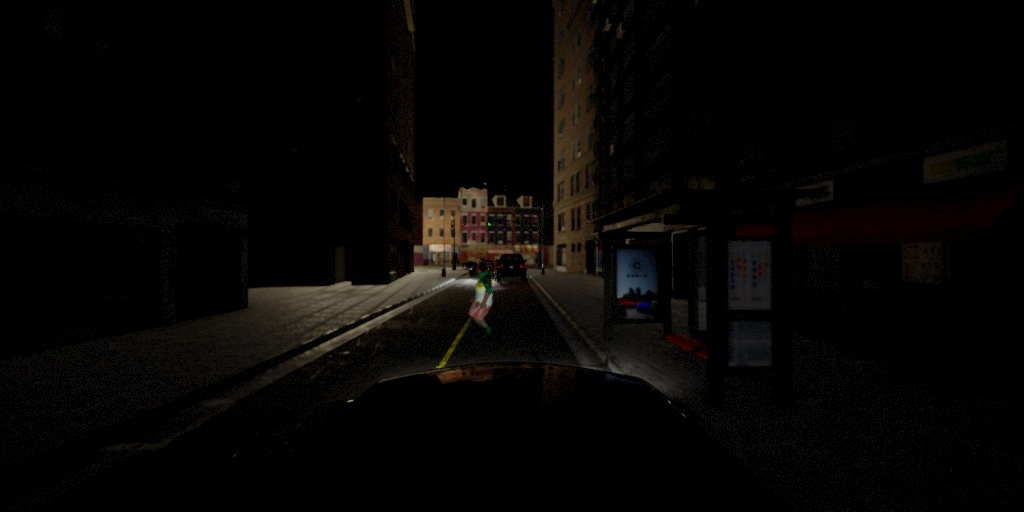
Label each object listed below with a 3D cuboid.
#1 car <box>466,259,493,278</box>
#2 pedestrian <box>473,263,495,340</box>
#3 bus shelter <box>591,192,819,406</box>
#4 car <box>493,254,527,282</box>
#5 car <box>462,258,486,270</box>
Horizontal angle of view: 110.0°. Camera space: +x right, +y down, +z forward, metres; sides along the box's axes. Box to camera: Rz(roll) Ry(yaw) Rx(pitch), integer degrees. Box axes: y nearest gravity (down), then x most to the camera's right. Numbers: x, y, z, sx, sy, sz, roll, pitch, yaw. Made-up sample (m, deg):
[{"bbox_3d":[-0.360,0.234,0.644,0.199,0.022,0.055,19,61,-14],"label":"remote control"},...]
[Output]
[{"bbox_3d":[-2.667,1.178,32.013,1.895,1.301,4.718,0,0,0],"label":"car"},{"bbox_3d":[-0.655,1.006,8.389,0.375,1.860,0.375,0,0,-10],"label":"pedestrian"},{"bbox_3d":[2.868,0.598,6.455,1.920,2.740,3.880,0,0,0],"label":"bus shelter"},{"bbox_3d":[-0.024,0.830,27.251,2.150,2.045,5.566,0,1,0],"label":"car"},{"bbox_3d":[-4.345,0.995,45.183,4.902,1.511,2.128,0,0,43],"label":"car"}]
